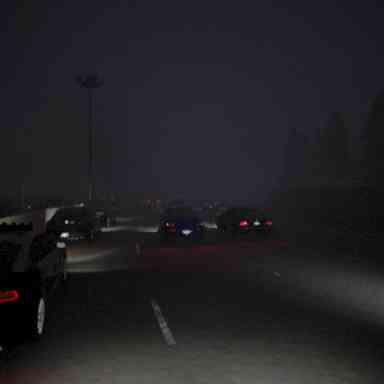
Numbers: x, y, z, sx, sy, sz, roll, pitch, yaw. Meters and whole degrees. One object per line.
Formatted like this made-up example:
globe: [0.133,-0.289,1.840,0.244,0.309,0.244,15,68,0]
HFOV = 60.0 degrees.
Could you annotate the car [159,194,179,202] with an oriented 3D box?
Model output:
car: [-4.707,1.224,68.717,2.128,1.511,4.902,0,0,22]

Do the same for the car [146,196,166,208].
car: [-4.414,1.342,43.217,1.812,1.442,4.674,0,0,10]

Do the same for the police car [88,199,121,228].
police car: [-6.071,1.335,21.402,1.930,1.638,5.238,0,0,-5]

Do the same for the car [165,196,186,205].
car: [-2.572,1.374,53.115,1.895,1.301,4.718,0,0,14]

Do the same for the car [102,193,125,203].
car: [-14.557,1.092,61.725,2.097,1.767,4.553,0,0,17]

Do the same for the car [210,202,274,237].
car: [2.607,1.471,17.644,2.033,1.411,5.357,0,0,-8]

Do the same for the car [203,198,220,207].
car: [2.229,1.363,37.936,1.812,1.442,4.674,0,0,5]

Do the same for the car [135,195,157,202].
car: [-9.156,1.262,66.823,2.033,1.411,5.357,0,0,20]

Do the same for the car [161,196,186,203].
car: [-1.555,1.422,33.106,1.994,1.385,4.181,0,0,2]

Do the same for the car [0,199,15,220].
car: [-15.721,1.372,25.366,1.882,1.535,5.008,0,0,-2]

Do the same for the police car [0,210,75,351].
police car: [-3.557,1.399,6.290,1.930,1.638,5.238,0,0,-14]

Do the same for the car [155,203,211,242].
car: [-0.600,1.457,15.888,1.812,1.442,4.674,0,0,-9]

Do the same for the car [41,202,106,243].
car: [-5.393,1.440,15.582,1.837,1.490,4.892,0,0,-8]
